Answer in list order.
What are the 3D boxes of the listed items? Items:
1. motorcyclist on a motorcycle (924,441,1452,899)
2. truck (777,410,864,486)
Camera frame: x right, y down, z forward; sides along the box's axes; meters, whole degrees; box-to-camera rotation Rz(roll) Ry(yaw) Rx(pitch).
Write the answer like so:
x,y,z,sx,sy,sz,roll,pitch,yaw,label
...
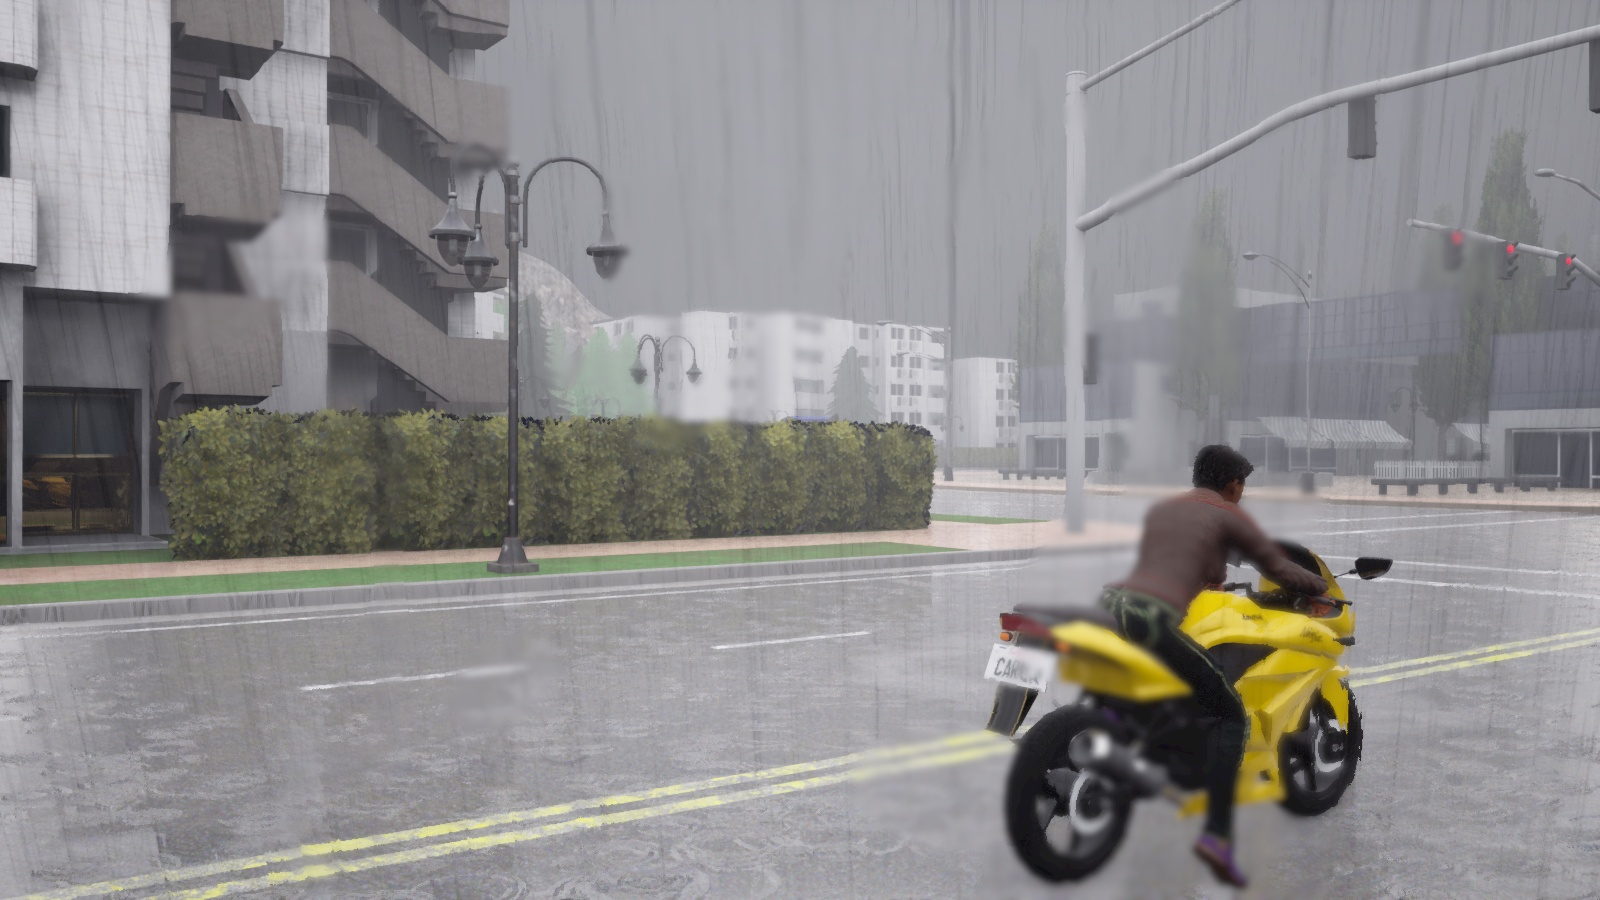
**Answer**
x,y,z,sx,sy,sz,roll,pitch,yaw,label
1.507,0.735,4.703,2.044,1.523,0.797,0,0,-35,motorcyclist on a motorcycle
0.870,-0.088,61.607,2.891,3.462,7.936,0,0,-9,truck
